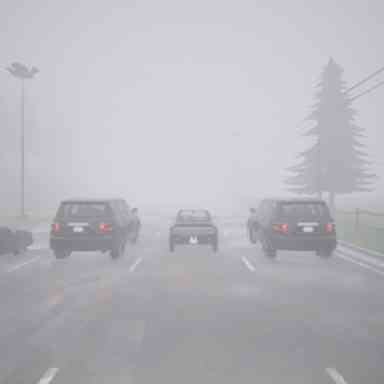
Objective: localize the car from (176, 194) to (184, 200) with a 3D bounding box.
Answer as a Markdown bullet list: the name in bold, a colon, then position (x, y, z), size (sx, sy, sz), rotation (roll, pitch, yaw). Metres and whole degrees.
- **car**: position (-3.492, 1.428, 94.230), size (1.837, 1.490, 4.892), rotation (0, 0, 0)

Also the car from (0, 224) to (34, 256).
- **car**: position (-6.958, 1.540, 10.219), size (2.033, 1.411, 5.357), rotation (0, 0, 1)

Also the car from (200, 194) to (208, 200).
- **car**: position (3.508, 1.407, 94.230), size (1.882, 1.535, 5.008), rotation (0, 0, 0)

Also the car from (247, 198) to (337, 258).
- **car**: position (3.566, 1.216, 12.819), size (2.150, 2.045, 5.566), rotation (0, 0, 0)

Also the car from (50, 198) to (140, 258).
- **car**: position (-3.436, 1.215, 12.788), size (2.150, 2.045, 5.566), rotation (0, 0, 0)

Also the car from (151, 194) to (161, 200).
- **car**: position (-10.492, 1.407, 94.261), size (1.882, 1.535, 5.008), rotation (0, 0, 0)

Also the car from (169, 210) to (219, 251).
- **car**: position (0.070, 1.483, 13.970), size (2.128, 1.511, 4.902), rotation (0, 0, 0)

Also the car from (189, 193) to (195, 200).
- **car**: position (0.008, 1.406, 94.230), size (1.882, 1.535, 5.008), rotation (0, 0, 0)

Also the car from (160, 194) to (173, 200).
- **car**: position (-6.992, 1.468, 94.231), size (2.033, 1.411, 5.357), rotation (0, 0, 0)
